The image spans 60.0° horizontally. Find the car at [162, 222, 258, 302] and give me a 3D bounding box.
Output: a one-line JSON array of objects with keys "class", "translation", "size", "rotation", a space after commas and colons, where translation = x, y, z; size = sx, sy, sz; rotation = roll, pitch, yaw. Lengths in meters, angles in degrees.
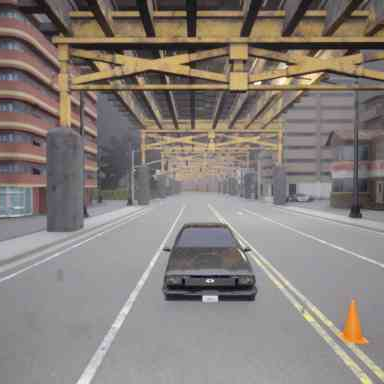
[{"class": "car", "translation": [0.364, 1.534, 8.684], "size": [2.033, 1.411, 5.357], "rotation": [0, 0, 1]}]

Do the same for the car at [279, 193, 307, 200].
[{"class": "car", "translation": [17.876, 0.802, 58.925], "size": [4.536, 1.218, 1.853], "rotation": [0, 1, 25]}]

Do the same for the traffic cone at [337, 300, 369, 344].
[{"class": "traffic cone", "translation": [2.455, 1.949, 5.076], "size": [0.340, 0.580, 0.340], "rotation": [0, 0, 0]}]

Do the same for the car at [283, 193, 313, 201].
[{"class": "car", "translation": [17.529, 0.849, 54.808], "size": [4.536, 1.218, 1.853], "rotation": [0, 1, -20]}]

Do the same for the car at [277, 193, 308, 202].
[{"class": "car", "translation": [17.829, 0.960, 58.949], "size": [4.974, 1.542, 2.038], "rotation": [0, 1, 25]}]

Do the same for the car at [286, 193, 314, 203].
[{"class": "car", "translation": [17.480, 1.007, 54.792], "size": [4.974, 1.542, 2.038], "rotation": [0, 1, -20]}]
